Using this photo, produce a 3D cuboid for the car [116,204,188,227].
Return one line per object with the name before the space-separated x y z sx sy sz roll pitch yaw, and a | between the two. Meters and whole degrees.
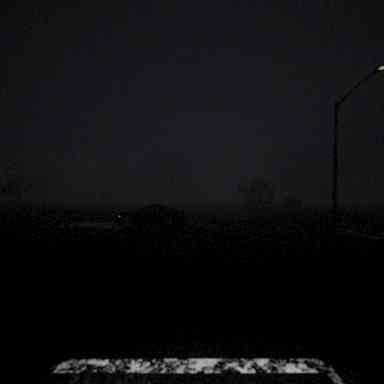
car | -2.810 1.577 23.360 5.008 1.535 1.882 0 0 0
